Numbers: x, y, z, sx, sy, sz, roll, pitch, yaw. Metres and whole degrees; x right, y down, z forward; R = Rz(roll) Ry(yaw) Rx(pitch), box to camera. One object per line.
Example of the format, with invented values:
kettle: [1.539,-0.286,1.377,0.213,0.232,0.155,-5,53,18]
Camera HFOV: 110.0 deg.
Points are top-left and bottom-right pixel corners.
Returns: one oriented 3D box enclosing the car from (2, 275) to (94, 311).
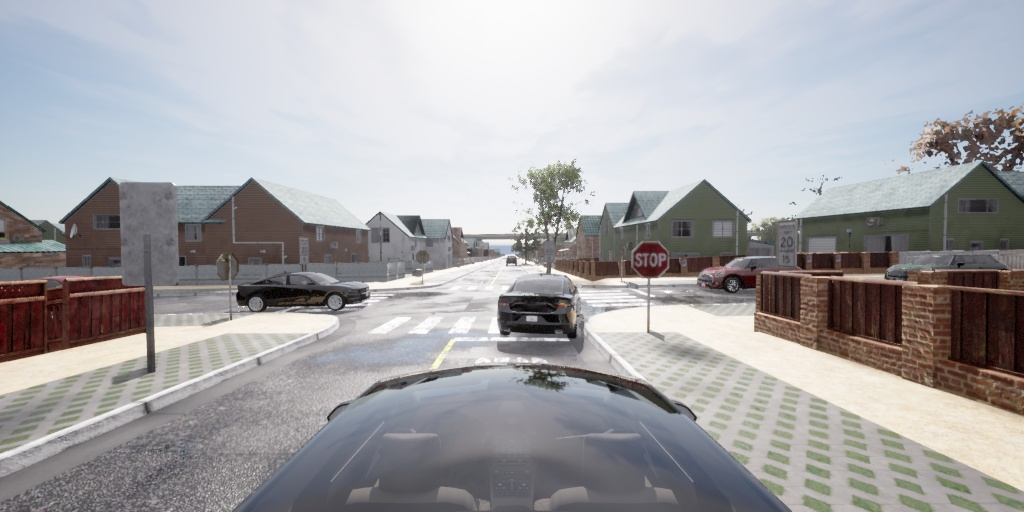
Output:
car: [-18.037,1.546,14.720,5.008,1.535,1.882,-1,2,0]

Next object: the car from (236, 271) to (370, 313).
car: [-8.484,1.377,14.794,5.008,1.535,1.882,-1,2,0]

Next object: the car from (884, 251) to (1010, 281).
car: [21.682,0.646,17.985,4.553,1.767,2.097,-1,2,0]

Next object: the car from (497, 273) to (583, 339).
car: [0.948,1.224,10.279,1.882,1.535,5.008,0,0,12]

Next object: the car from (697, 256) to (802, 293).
car: [11.787,0.820,17.902,4.553,1.767,2.097,-1,2,0]
